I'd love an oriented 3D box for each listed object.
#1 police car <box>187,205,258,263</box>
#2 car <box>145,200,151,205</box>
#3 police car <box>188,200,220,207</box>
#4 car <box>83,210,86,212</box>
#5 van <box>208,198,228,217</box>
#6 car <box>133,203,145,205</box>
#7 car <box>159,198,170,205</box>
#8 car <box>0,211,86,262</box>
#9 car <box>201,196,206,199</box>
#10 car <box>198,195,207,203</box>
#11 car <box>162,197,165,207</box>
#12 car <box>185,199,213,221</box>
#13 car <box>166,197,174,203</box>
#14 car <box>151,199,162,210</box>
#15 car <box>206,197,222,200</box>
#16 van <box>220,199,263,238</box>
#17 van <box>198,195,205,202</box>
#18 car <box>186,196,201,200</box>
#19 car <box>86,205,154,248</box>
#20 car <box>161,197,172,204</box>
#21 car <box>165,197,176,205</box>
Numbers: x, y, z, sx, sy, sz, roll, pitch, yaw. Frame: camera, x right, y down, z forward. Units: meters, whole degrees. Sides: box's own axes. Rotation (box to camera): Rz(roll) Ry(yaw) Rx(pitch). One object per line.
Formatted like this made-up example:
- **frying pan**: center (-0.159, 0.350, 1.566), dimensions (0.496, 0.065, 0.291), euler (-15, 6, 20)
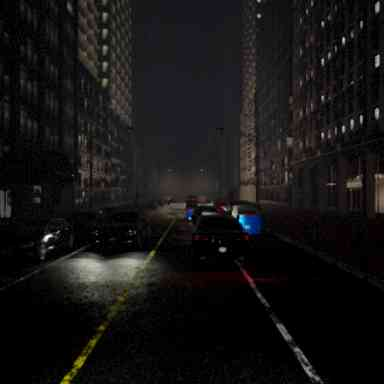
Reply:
- **police car**: center (0.898, 1.498, 12.362), dimensions (1.930, 1.638, 5.238), euler (0, 0, 0)
- **car**: center (-5.702, 1.786, 34.955), dimensions (1.802, 1.307, 4.206), euler (-1, 0, 0)
- **police car**: center (0.897, 1.556, 22.363), dimensions (1.930, 1.638, 5.238), euler (0, 0, 0)
- **car**: center (-5.700, 1.671, 17.904), dimensions (1.947, 1.339, 4.313), euler (-1, 0, 0)
- **van**: center (2.677, 1.545, 34.957), dimensions (1.690, 1.788, 3.998), euler (-1, 0, 0)
- **car**: center (-5.702, 1.722, 29.271), dimensions (2.008, 1.369, 4.403), euler (-1, 0, 0)
- **car**: center (-5.706, 1.983, 69.056), dimensions (1.802, 1.307, 4.206), euler (-1, 0, 0)
- **car**: center (-5.699, 1.623, 12.221), dimensions (2.008, 1.369, 4.403), euler (-1, 0, 0)
- **car**: center (2.676, 1.886, 57.690), dimensions (2.008, 1.369, 4.403), euler (-1, 0, 0)
- **car**: center (2.670, 1.813, 86.110), dimensions (2.192, 1.841, 5.009), euler (-1, 0, 0)
- **car**: center (-5.705, 1.886, 57.689), dimensions (2.008, 1.369, 4.403), euler (-1, 0, 0)
- **car**: center (0.640, 1.643, 28.350), dimensions (1.882, 1.535, 5.008), euler (0, 0, 6)
- **car**: center (-5.708, 2.023, 85.937), dimensions (1.752, 1.417, 4.829), euler (-1, 0, 0)
- **car**: center (-5.704, 1.821, 46.322), dimensions (2.008, 1.369, 4.403), euler (-1, 0, 0)
- **car**: center (2.677, 1.486, 29.274), dimensions (2.192, 1.841, 5.009), euler (-1, 0, 0)
- **van**: center (2.679, 1.446, 17.907), dimensions (1.690, 1.788, 3.998), euler (-1, 0, 0)
- **van**: center (2.670, 1.871, 91.793), dimensions (1.690, 1.788, 3.998), euler (-1, 0, 0)
- **car**: center (0.001, 1.762, 48.937), dimensions (1.882, 1.535, 5.008), euler (0, 0, 0)
- **car**: center (-3.102, 1.568, 15.411), dimensions (1.882, 1.535, 5.008), euler (0, 0, 0)
- **car**: center (-5.708, 1.873, 74.740), dimensions (1.967, 1.590, 4.097), euler (-1, 0, 0)
- **car**: center (-3.007, 1.492, 55.846), dimensions (1.994, 1.385, 4.181), euler (0, 0, 0)
